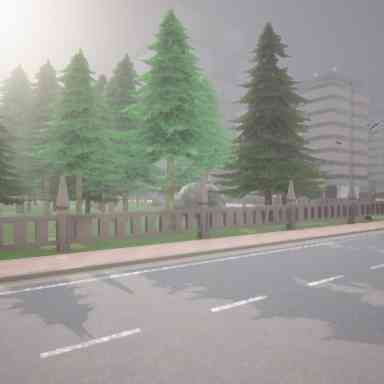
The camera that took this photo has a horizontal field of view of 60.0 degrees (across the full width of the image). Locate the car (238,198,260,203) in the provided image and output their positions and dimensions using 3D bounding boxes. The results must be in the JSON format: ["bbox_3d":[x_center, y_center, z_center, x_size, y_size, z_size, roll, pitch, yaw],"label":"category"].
[{"bbox_3d":[10.672,1.562,61.787,2.033,1.411,5.357,0,0,-35],"label":"car"}]

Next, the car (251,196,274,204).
[{"bbox_3d":[13.523,1.571,63.818,1.994,1.385,4.181,0,0,-35],"label":"car"}]
